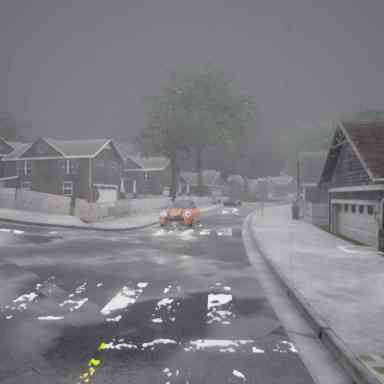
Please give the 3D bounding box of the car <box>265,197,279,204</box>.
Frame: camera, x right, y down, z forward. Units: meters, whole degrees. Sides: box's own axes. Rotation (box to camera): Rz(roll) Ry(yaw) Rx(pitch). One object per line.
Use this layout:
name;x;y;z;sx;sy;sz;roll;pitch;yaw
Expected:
car;17.211;1.801;71.602;1.895;1.301;4.718;0;-1;30

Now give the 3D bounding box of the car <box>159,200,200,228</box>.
car;-0.734;1.340;22.403;2.097;1.767;4.553;0;0;9

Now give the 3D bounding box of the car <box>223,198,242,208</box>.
car;5.850;1.571;47.574;1.895;1.301;4.718;0;0;20
